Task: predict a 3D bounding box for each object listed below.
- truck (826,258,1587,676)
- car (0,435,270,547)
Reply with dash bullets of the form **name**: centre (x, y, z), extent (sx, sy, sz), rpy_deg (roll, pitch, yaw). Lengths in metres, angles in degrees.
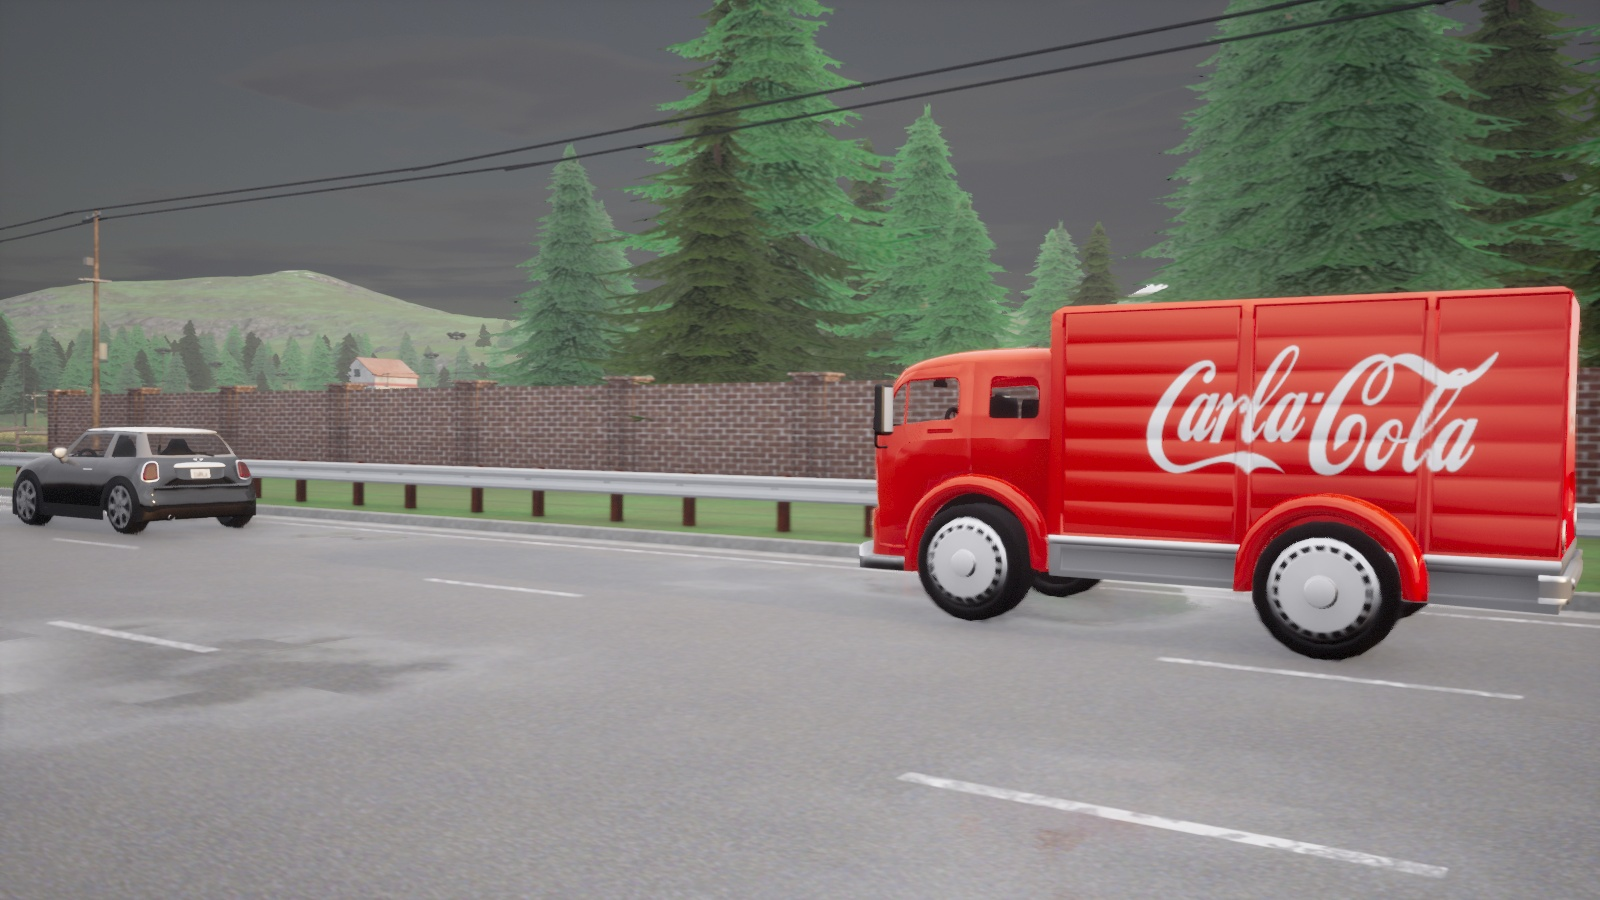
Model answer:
- **truck**: centre (3.120, 0.081, 9.944), extent (5.204, 2.467, 2.627), rpy_deg (0, 1, 34)
- **car**: centre (-9.888, 0.533, 18.595), extent (3.806, 1.475, 1.970), rpy_deg (0, 1, 34)
